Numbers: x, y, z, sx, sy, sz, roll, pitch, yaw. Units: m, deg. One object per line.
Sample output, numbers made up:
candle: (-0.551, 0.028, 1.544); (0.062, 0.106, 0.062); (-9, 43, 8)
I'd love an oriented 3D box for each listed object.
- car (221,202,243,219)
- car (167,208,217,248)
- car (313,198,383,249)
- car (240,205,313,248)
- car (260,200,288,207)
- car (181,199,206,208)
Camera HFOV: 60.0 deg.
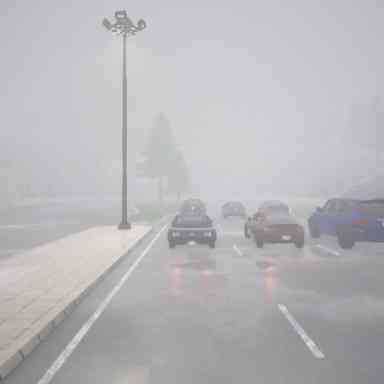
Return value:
car: (3.630, 1.561, 29.454); (2.033, 1.411, 5.357); (0, 0, 2)
car: (0.000, 1.613, 14.680); (1.895, 1.301, 4.718); (0, 0, 0)
car: (7.000, 1.255, 14.680); (2.150, 2.045, 5.566); (0, 0, 0)
car: (3.500, 1.530, 14.650); (1.812, 1.442, 4.674); (0, 0, 0)
car: (7.128, 1.482, 29.325); (1.882, 1.535, 5.008); (0, 0, 2)
car: (0.131, 1.363, 29.554); (2.097, 1.767, 4.553); (0, 0, 2)
